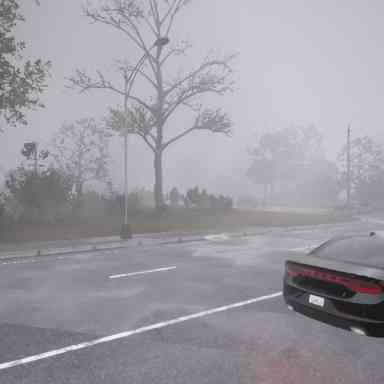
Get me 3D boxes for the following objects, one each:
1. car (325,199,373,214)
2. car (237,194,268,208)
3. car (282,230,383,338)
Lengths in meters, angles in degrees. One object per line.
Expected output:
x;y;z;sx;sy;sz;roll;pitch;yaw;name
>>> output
16.336;1.492;34.888;2.128;1.511;4.902;0;0;-30;car
8.803;1.272;48.819;2.150;2.045;5.566;0;-1;-27;car
3.906;1.478;6.414;5.008;1.535;1.882;0;0;-35;car
